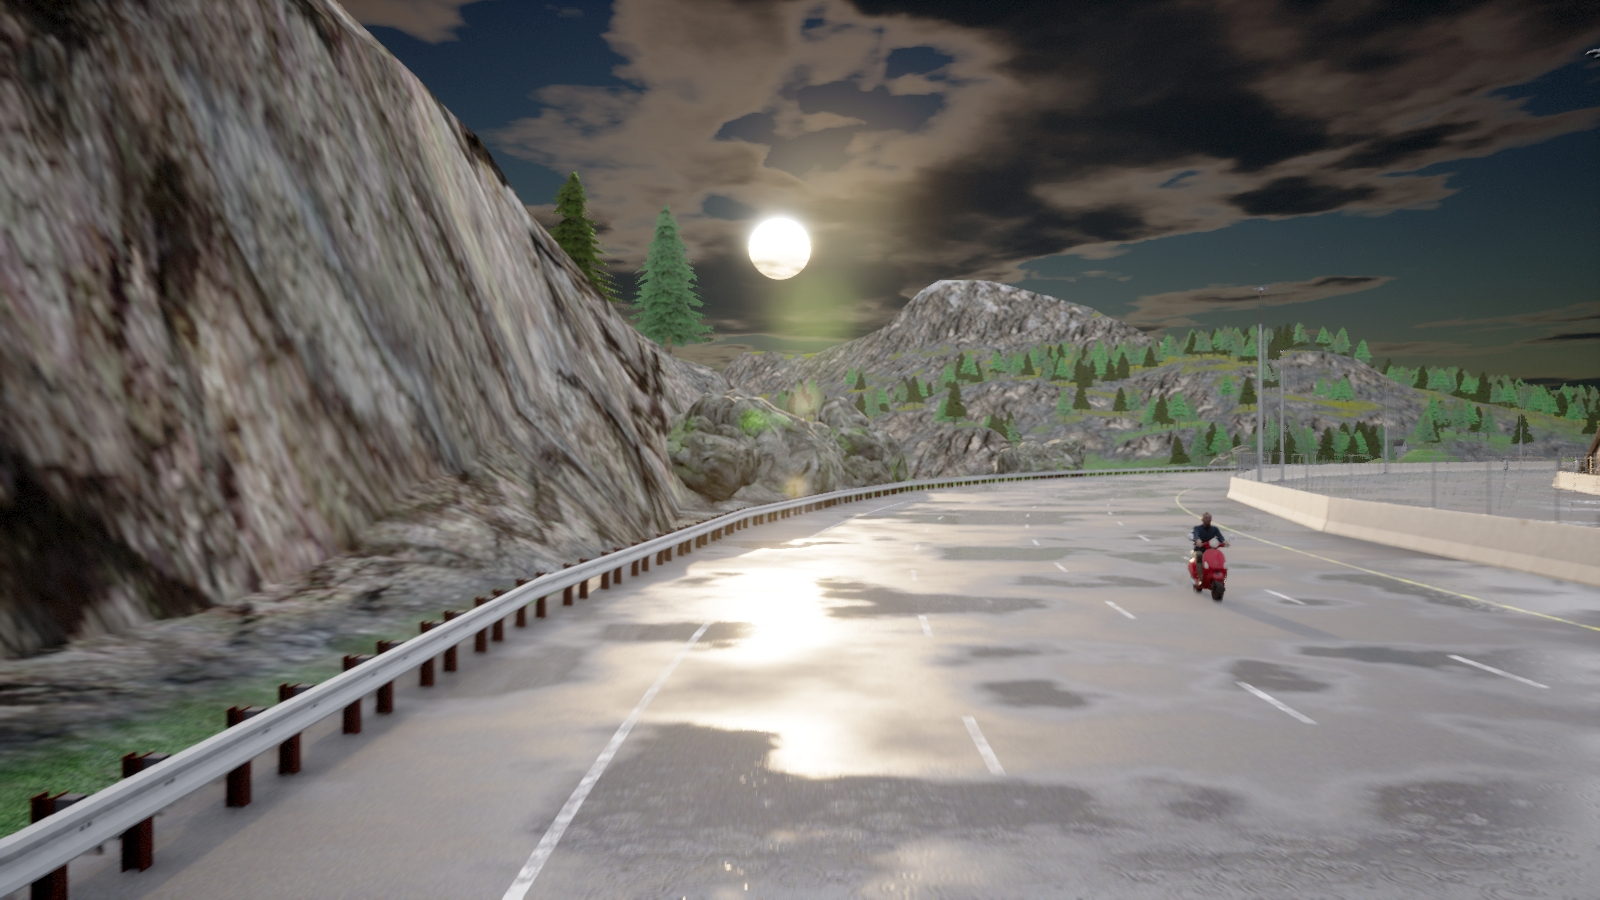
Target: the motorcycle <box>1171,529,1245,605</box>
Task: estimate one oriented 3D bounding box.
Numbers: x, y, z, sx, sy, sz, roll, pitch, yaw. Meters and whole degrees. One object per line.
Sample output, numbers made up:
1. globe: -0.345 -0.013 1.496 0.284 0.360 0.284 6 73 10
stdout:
1. motorcycle: 7.728 2.185 21.705 0.856 1.236 1.805 1 0 4
